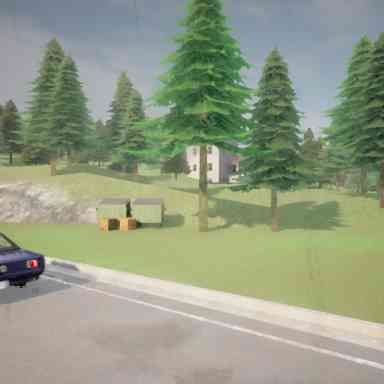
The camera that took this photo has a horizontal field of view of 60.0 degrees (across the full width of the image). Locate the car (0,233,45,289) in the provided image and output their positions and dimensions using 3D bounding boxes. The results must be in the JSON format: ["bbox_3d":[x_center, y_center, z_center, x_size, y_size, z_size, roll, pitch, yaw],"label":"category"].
[{"bbox_3d":[-5.666,1.601,8.030,4.718,1.301,1.895,0,0,35],"label":"car"}]
